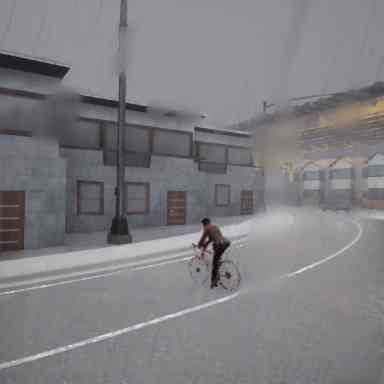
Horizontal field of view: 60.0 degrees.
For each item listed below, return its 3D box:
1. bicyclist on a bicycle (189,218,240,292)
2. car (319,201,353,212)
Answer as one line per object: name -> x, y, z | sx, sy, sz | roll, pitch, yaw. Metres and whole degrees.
bicyclist on a bicycle -> 0.471, 1.429, 7.770 | 0.582, 1.620, 1.656 | -1, -2, -43
car -> 18.561, 1.838, 43.049 | 2.033, 1.411, 5.357 | 1, -1, -7
